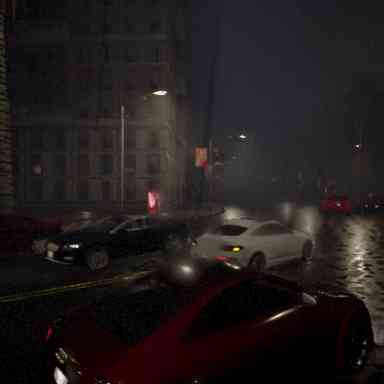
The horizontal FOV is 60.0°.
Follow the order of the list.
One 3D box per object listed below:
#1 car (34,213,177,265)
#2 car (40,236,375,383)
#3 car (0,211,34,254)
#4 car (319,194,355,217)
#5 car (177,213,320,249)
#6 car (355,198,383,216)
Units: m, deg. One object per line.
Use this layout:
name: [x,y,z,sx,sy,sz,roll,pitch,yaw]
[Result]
car: [-2.221,1.481,11.067,4.902,1.511,2.128,0,0,-44]
car: [0.454,1.561,4.081,4.181,1.385,1.994,0,0,-38]
car: [-7.023,1.464,11.527,5.008,1.535,1.882,0,0,-39]
car: [13.556,1.204,31.830,2.150,2.045,5.566,0,0,14]
car: [1.944,1.518,10.064,1.812,1.442,4.674,0,0,44]
car: [17.063,1.334,31.944,2.097,1.767,4.553,0,0,13]
